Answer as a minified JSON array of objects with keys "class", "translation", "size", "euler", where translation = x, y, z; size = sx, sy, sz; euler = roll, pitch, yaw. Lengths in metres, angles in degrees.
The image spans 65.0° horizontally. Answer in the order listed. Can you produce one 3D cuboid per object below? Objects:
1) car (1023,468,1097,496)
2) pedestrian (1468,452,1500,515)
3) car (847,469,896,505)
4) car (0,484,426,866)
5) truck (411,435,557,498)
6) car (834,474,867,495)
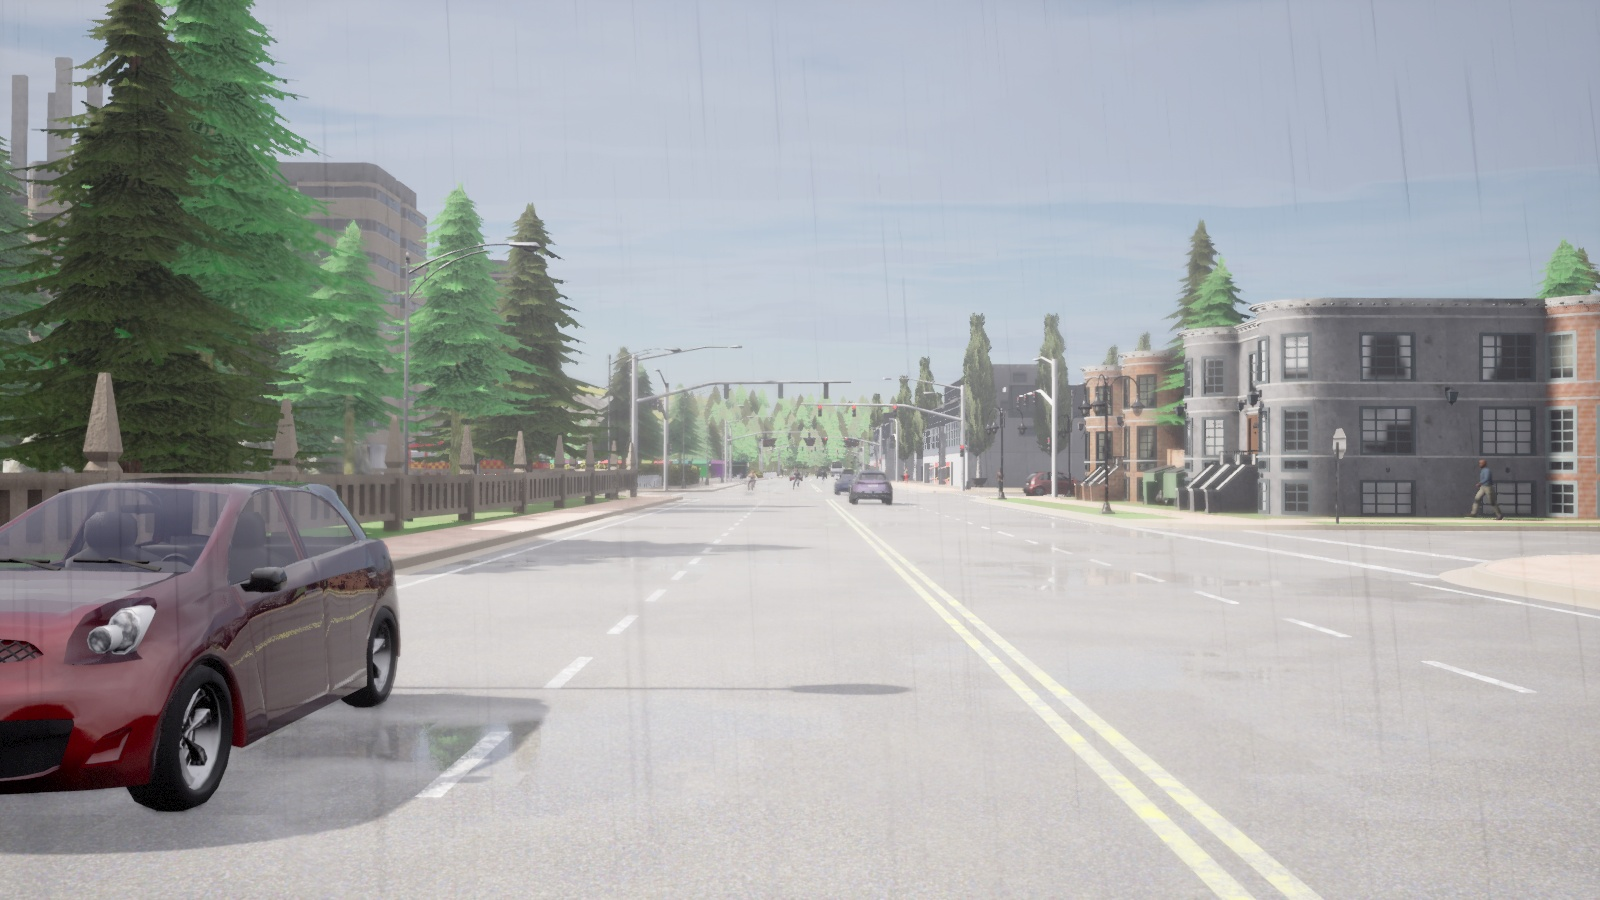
[{"class":"car","translation":[15.546,1.909,75.138],"size":[3.988,1.617,1.851],"euler":[0,-1,-6]},{"class":"pedestrian","translation":[20.127,0.982,36.968],"size":[0.726,1.835,0.370],"euler":[0,-1,7]},{"class":"car","translation":[3.366,1.734,59.858],"size":[2.033,1.649,4.856],"euler":[0,-1,0]},{"class":"car","translation":[-3.515,0.958,6.892],"size":[1.845,1.501,3.633],"euler":[0,-1,0]},{"class":"truck","translation":[-19.815,1.053,79.054],"size":[8.468,3.827,2.891],"euler":[0,-1,0]},{"class":"car","translation":[3.315,2.253,82.868],"size":[1.994,1.385,4.181],"euler":[0,-1,0]}]
